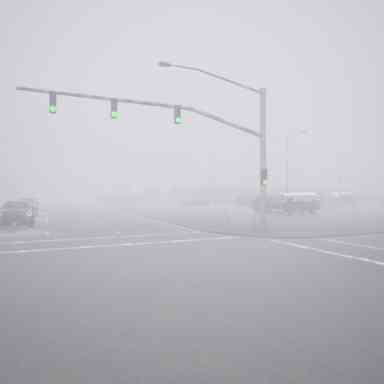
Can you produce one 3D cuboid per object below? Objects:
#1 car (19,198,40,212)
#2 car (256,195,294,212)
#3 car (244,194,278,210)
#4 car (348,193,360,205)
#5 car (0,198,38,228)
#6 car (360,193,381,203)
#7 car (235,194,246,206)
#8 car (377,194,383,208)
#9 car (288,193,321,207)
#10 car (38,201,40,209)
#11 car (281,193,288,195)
[{"bbox_3d":[-19.766,1.486,40.706,2.128,1.511,4.902,0,0,-24],"label":"car"},{"bbox_3d":[10.729,1.415,43.085,3.806,1.475,1.970,0,0,-23],"label":"car"},{"bbox_3d":[9.584,1.384,45.744,3.905,1.438,1.784,0,0,-23],"label":"car"},{"bbox_3d":[35.060,1.390,68.859,3.806,1.475,1.970,0,0,-23],"label":"car"},{"bbox_3d":[-11.587,1.338,22.060,2.097,1.767,4.553,0,0,-24],"label":"car"},{"bbox_3d":[36.196,1.150,66.195,3.866,1.878,1.905,0,0,-23],"label":"car"},{"bbox_3d":[8.476,1.175,48.188,4.605,1.855,1.932,0,0,-23],"label":"car"},{"bbox_3d":[26.881,1.399,43.762,3.806,1.475,1.970,0,0,-23],"label":"car"},{"bbox_3d":[20.113,1.163,59.245,4.605,1.855,1.932,0,0,-23],"label":"car"},{"bbox_3d":[-15.584,1.342,31.175,2.097,1.767,4.553,0,0,-24],"label":"car"},{"bbox_3d":[19.026,1.375,61.931,3.905,1.438,1.784,0,0,-23],"label":"car"}]
